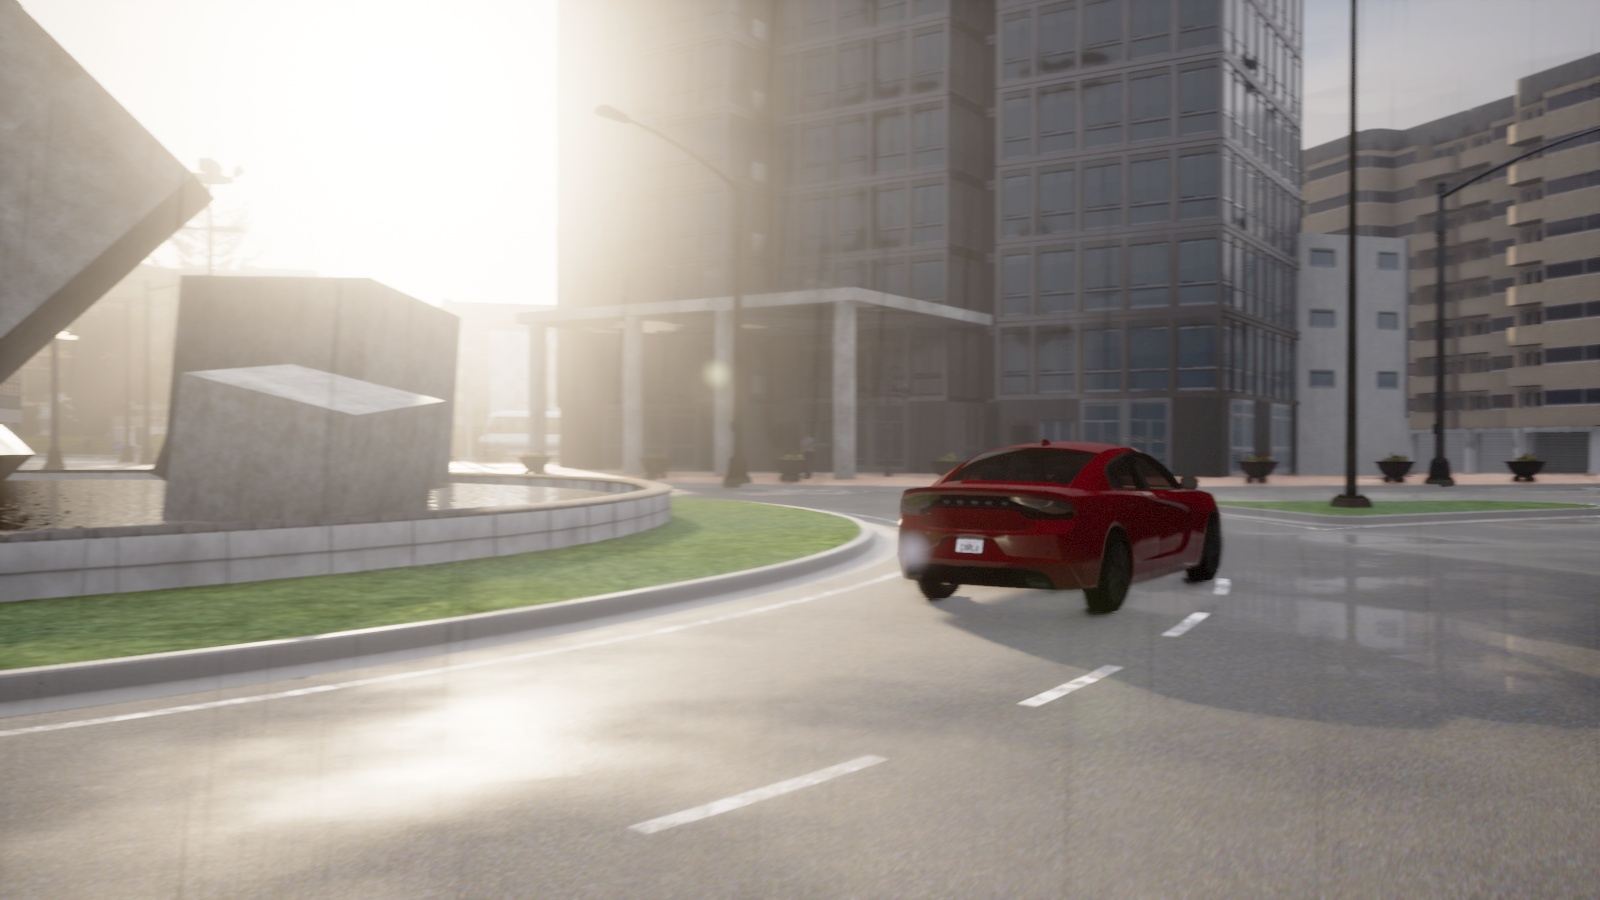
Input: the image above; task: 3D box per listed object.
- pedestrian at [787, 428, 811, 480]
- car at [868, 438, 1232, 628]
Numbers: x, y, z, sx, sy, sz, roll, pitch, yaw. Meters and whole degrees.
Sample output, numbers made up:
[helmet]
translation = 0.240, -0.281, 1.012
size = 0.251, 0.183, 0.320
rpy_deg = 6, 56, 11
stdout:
[pedestrian]
translation = -0.029, 0.139, 45.360
size = 0.540, 1.848, 0.694
rpy_deg = 0, 0, -45
[car]
translation = 2.771, 0.660, 12.774
size = 1.882, 1.535, 5.008
rpy_deg = 0, 0, 33
